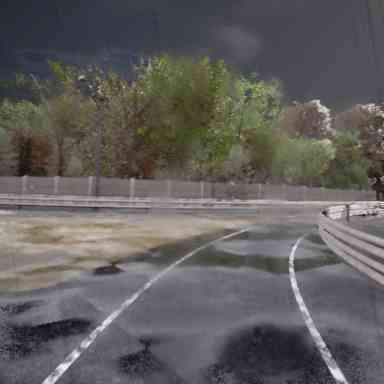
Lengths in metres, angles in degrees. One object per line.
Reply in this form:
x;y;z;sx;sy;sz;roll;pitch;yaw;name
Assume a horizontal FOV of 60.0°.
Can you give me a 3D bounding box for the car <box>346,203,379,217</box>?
17.786;1.831;34.626;4.181;1.385;1.994;1;0;-41;car
